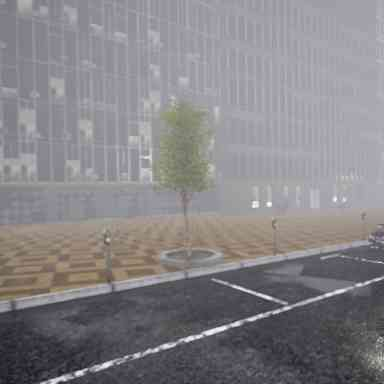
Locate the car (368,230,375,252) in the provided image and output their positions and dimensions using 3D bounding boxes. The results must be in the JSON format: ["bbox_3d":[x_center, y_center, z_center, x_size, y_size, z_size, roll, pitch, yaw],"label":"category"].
[{"bbox_3d":[8.334,1.524,12.525,4.403,1.369,2.008,0,-1,-36],"label":"car"}]

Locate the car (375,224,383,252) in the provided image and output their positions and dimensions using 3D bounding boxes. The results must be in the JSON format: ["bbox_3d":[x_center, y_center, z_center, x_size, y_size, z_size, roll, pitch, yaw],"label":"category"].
[{"bbox_3d":[7.236,1.202,8.510,5.566,2.045,2.150,0,0,-35],"label":"car"}]
